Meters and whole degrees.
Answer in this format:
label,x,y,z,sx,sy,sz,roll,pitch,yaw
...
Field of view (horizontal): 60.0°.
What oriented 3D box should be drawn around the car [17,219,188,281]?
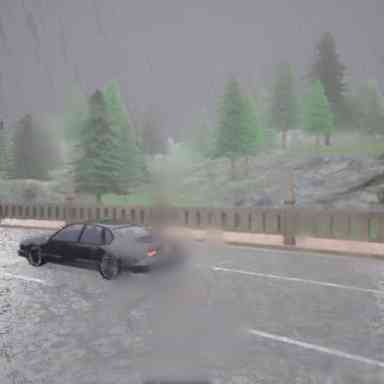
label,x,y,z,sx,sy,sz,roll,pitch,yaw
car,-2.767,1.523,9.719,5.357,1.411,2.033,0,0,31
